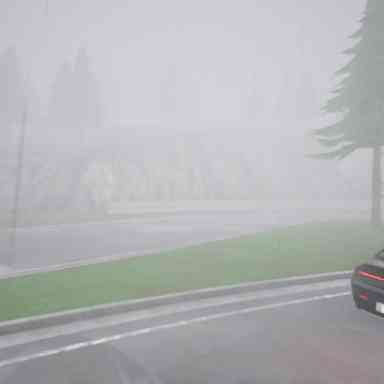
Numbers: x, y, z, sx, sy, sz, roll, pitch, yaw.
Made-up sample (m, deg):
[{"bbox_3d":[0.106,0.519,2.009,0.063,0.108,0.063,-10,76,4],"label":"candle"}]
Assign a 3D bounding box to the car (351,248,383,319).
[{"bbox_3d":[5.102,1.570,6.081,4.892,1.490,1.837,1,-1,-26],"label":"car"}]
